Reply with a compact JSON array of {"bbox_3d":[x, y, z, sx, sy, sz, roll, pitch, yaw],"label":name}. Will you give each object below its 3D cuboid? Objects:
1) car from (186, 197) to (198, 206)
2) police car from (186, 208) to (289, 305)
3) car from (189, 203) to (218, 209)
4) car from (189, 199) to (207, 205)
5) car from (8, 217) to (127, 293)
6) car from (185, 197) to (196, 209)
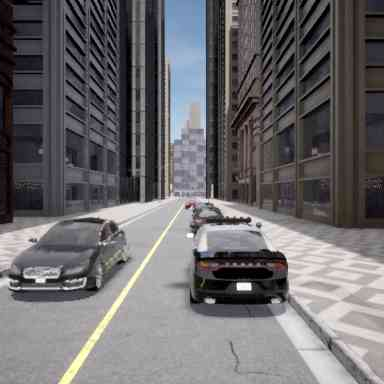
[{"bbox_3d":[-0.009,1.645,58.988,1.994,1.385,4.181,0,0,0],"label":"car"},{"bbox_3d":[0.898,1.427,8.319,1.930,1.638,5.238,0,0,0],"label":"police car"},{"bbox_3d":[0.896,1.535,18.210,1.812,1.442,4.674,0,0,0],"label":"car"},{"bbox_3d":[0.895,1.521,24.210,1.837,1.490,4.892,0,0,0],"label":"car"},{"bbox_3d":[-3.003,1.507,9.025,1.837,1.490,4.892,0,0,0],"label":"car"},{"bbox_3d":[0.028,1.650,45.964,1.895,1.301,4.718,0,0,0],"label":"car"}]
